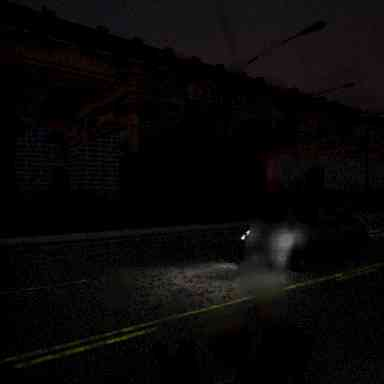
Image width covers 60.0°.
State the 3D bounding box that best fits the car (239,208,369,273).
[{"bbox_3d":[3.683,1.352,10.808,4.553,1.767,2.097,0,0,-35],"label":"car"}]
